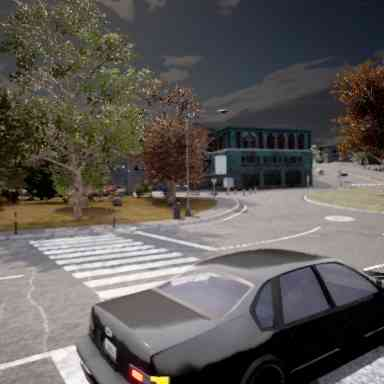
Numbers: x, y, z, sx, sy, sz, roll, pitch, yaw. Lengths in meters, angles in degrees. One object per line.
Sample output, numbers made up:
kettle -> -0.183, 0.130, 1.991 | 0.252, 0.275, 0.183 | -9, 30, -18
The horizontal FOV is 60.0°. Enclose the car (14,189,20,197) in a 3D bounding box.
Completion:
car -> -34.478, 0.295, 70.226 | 2.097, 1.535, 5.008 | 0, 2, 18

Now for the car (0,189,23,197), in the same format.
car -> -41.442, 0.179, 75.787 | 2.097, 1.535, 5.008 | 0, 3, 19

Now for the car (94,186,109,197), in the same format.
car -> -13.187, -0.034, 53.994 | 2.435, 2.045, 5.566 | -1, 2, 16

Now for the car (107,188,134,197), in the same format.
car -> -10.770, 0.177, 52.279 | 2.231, 1.521, 4.892 | -1, 2, 16

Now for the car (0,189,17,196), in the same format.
car -> -43.765, 0.140, 77.650 | 2.097, 1.535, 5.008 | 0, 2, 19

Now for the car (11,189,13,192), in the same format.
car -> -36.827, 0.134, 72.036 | 2.185, 1.767, 4.553 | 0, 2, 18

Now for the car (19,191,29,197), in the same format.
car -> -32.151, 0.329, 68.382 | 2.231, 1.521, 4.892 | -1, 2, 18

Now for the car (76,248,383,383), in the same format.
car -> 1.284, 1.536, 4.627 | 5.357, 1.411, 2.033 | 0, 0, -35
